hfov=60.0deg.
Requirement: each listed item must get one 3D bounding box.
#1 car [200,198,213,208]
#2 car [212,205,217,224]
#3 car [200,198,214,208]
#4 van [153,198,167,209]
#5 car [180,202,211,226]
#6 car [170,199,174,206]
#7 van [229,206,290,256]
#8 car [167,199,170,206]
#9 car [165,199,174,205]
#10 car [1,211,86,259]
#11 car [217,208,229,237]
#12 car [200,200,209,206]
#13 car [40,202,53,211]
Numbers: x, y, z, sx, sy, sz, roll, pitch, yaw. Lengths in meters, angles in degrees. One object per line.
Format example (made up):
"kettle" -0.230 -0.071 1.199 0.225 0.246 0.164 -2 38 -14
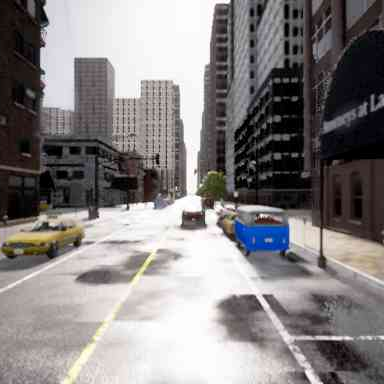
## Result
"car" 2.693 2.023 62.737 2.192 1.841 5.009 0 -1 0
"car" 2.691 1.842 24.825 1.802 1.307 4.206 0 -1 0
"car" 2.692 1.956 57.214 2.192 1.841 5.009 0 -1 0
"van" -5.687 1.981 57.212 1.690 1.788 3.998 0 -1 0
"car" 0.123 1.762 25.769 2.128 1.511 4.902 0 -1 1
"car" -5.686 2.285 73.782 1.967 1.590 4.097 0 -1 0
"van" 2.690 1.481 13.501 1.690 1.788 3.998 0 -1 0
"car" -5.687 2.148 62.734 1.967 1.590 4.097 0 -1 0
"car" -5.685 2.537 84.827 2.008 1.369 4.403 0 -1 0
"car" -5.690 1.663 13.330 1.752 1.417 4.829 0 -1 0
"car" 2.690 1.726 19.333 1.752 1.417 4.829 0 -1 0
"car" 2.695 2.412 73.782 1.947 1.339 4.313 0 -1 0
"car" -21.404 1.930 45.044 4.829 1.417 1.752 0 -1 0
